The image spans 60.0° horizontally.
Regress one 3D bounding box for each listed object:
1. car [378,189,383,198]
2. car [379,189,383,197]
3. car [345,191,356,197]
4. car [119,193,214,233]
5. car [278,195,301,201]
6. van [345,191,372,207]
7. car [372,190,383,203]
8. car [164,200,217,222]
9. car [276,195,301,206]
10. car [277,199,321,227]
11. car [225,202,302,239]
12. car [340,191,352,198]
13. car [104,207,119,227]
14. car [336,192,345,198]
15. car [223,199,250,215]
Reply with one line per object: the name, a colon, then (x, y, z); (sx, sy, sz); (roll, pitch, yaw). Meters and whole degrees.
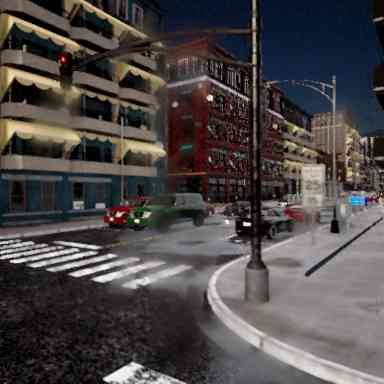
car: (38.843, 0.308, 66.510); (2.192, 1.841, 5.009); (1, 1, 35)
car: (35.642, 0.387, 61.951); (2.192, 1.841, 5.009); (1, 1, 35)
car: (38.410, 0.456, 80.481); (1.802, 1.307, 4.206); (1, 1, 35)
car: (-1.279, 1.117, 19.470); (2.150, 2.045, 5.566); (0, 1, 35)
car: (10.930, 1.084, 36.831); (2.128, 1.511, 4.902); (0, 1, 35)
van: (19.638, 0.808, 39.157); (1.690, 1.788, 3.998); (1, 1, 35)
car: (26.039, 0.853, 48.278); (1.887, 1.381, 4.507); (1, 1, 35)
car: (-0.001, 1.368, 25.772); (1.887, 1.381, 4.507); (1, 1, 35)
car: (12.803, 1.072, 44.008); (1.947, 1.339, 4.313); (1, 1, 35)
car: (6.834, 1.366, 20.924); (1.802, 1.307, 4.206); (1, 1, 35)
car: (3.633, 1.430, 16.365); (1.947, 1.339, 4.313); (1, 1, 35)
car: (35.209, 0.535, 75.922); (1.802, 1.307, 4.206); (1, 1, 35)
car: (-3.202, 1.218, 21.209); (2.192, 1.841, 5.009); (1, 1, 35)
car: (32.008, 0.576, 71.363); (1.887, 1.381, 4.507); (1, 1, 35)
car: (4.642, 1.296, 27.890); (2.033, 1.411, 5.357); (0, 1, 35)
